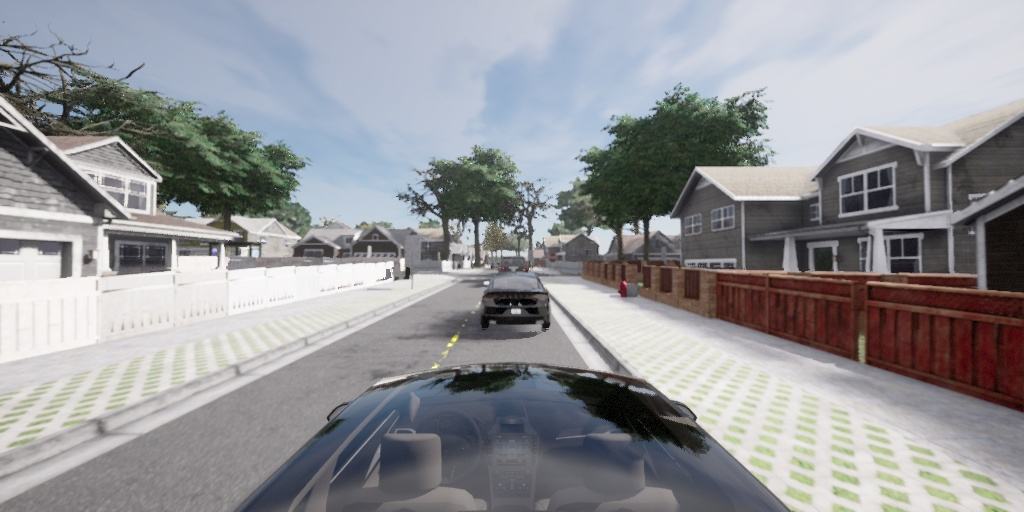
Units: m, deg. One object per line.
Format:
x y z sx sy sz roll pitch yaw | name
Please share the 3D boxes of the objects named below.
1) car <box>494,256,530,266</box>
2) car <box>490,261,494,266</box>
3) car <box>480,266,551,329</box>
0.097 1.000 25.730 2.150 2.045 5.566 0 0 0 | car
-2.805 1.534 63.121 2.128 1.511 4.902 0 -1 1 | car
0.100 1.225 11.285 1.882 1.535 5.008 0 0 0 | car
